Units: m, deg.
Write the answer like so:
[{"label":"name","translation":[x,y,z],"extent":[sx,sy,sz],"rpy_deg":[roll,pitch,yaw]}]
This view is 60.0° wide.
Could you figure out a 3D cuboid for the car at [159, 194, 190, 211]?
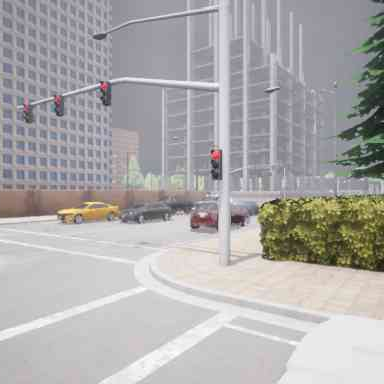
[{"label":"car","translation":[-2.158,1.277,33.800],"extent":[2.150,2.045,5.566],"rpy_deg":[0,0,35]}]

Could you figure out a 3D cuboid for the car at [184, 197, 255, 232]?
[{"label":"car","translation":[1.845,1.407,20.992],"extent":[2.097,1.767,4.553],"rpy_deg":[0,0,35]}]

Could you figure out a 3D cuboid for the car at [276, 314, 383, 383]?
[{"label":"car","translation":[2.878,1.601,1.914],"extent":[4.718,1.301,1.895],"rpy_deg":[0,0,36]}]

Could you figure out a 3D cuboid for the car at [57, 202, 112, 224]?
[{"label":"car","translation":[-7.930,1.533,25.712],"extent":[1.882,1.535,5.008],"rpy_deg":[0,0,35]}]

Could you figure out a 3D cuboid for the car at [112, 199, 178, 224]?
[{"label":"car","translation":[-3.541,1.560,25.838],"extent":[1.837,1.490,4.892],"rpy_deg":[0,0,36]}]

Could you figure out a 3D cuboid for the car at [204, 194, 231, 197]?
[{"label":"car","translation":[2.186,1.277,33.848],"extent":[2.150,2.045,5.566],"rpy_deg":[0,0,36]}]

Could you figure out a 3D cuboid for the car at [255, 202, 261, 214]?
[{"label":"car","translation":[5.625,1.603,32.331],"extent":[2.033,1.411,5.357],"rpy_deg":[0,0,35]}]
